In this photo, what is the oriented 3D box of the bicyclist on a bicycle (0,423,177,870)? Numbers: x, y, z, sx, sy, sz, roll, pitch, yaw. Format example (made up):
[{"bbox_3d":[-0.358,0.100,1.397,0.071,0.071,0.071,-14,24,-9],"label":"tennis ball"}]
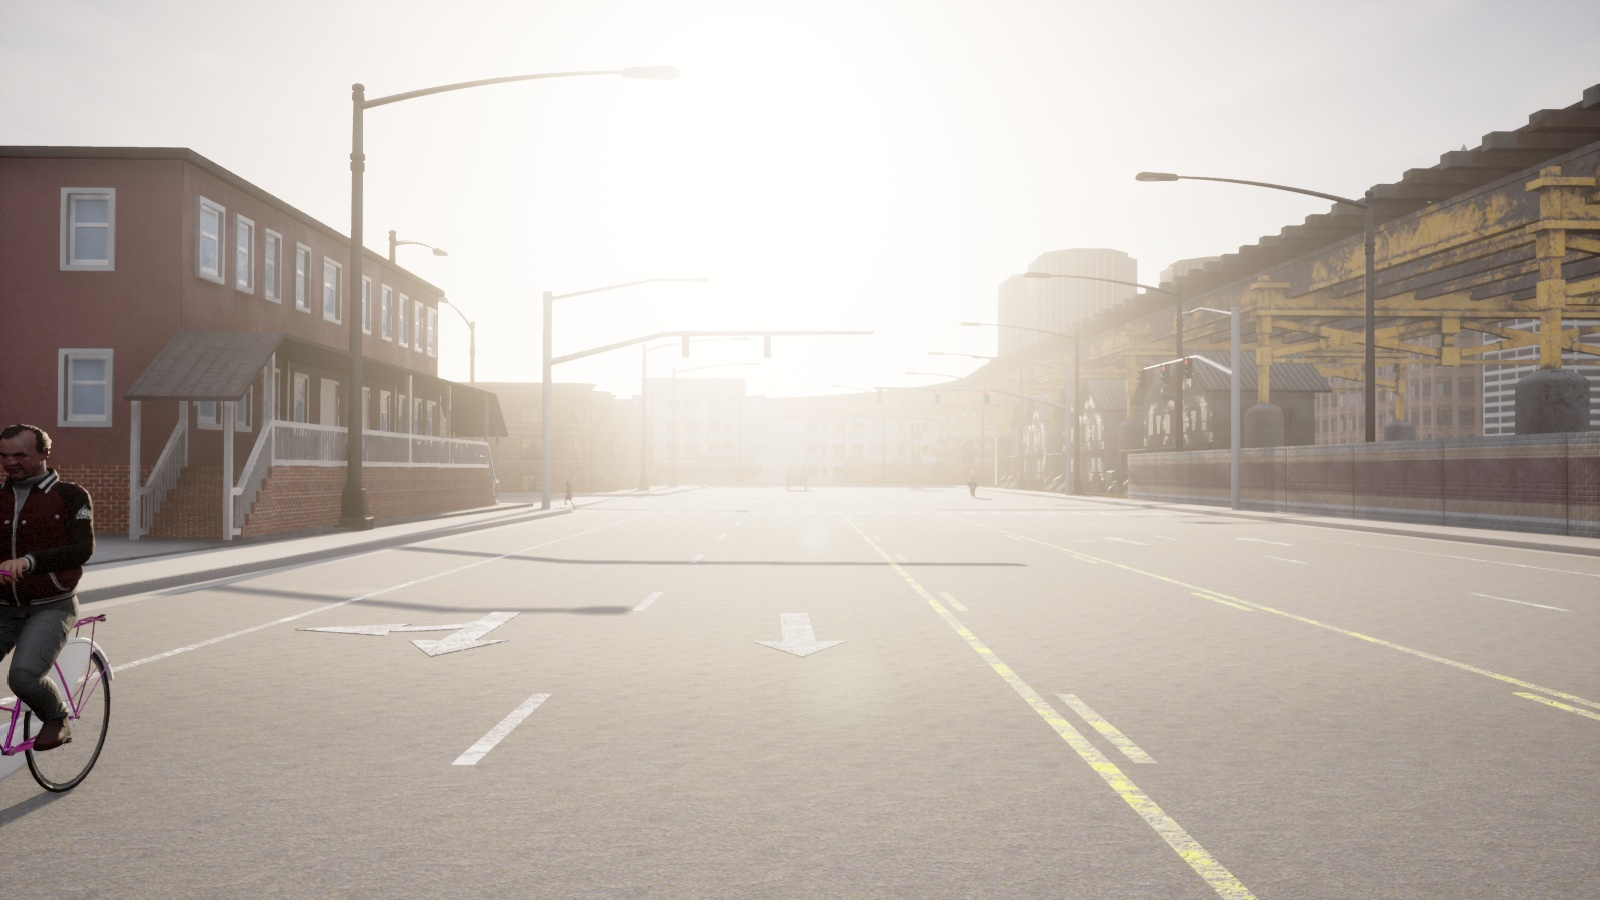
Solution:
[{"bbox_3d":[-3.513,0.791,5.486,0.659,1.776,1.843,0,-1,0],"label":"bicyclist on a bicycle"}]
